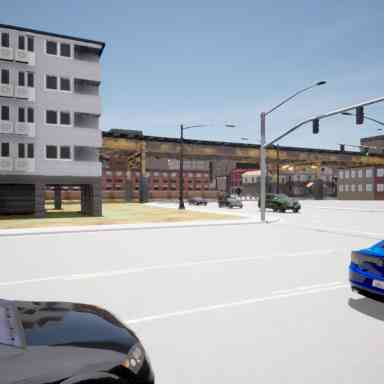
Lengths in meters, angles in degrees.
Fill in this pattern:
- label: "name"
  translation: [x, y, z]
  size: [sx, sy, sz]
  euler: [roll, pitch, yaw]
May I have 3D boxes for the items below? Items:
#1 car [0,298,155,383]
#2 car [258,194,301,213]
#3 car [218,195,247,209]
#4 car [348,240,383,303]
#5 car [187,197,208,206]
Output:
- label: "car"
  translation: [-2.423, 1.564, 2.754]
  size: [4.181, 1.385, 1.994]
  euler: [0, 0, -32]
- label: "car"
  translation: [9.641, 1.222, 37.280]
  size: [2.150, 2.045, 5.566]
  euler: [0, 0, -26]
- label: "car"
  translation: [5.267, 1.526, 46.433]
  size: [1.812, 1.442, 4.674]
  euler: [0, 0, -25]
- label: "car"
  translation: [5.554, 1.478, 6.907]
  size: [5.008, 1.535, 1.882]
  euler: [0, 0, -25]
- label: "car"
  translation: [0.846, 1.547, 55.884]
  size: [2.033, 1.411, 5.357]
  euler: [0, 0, -20]
